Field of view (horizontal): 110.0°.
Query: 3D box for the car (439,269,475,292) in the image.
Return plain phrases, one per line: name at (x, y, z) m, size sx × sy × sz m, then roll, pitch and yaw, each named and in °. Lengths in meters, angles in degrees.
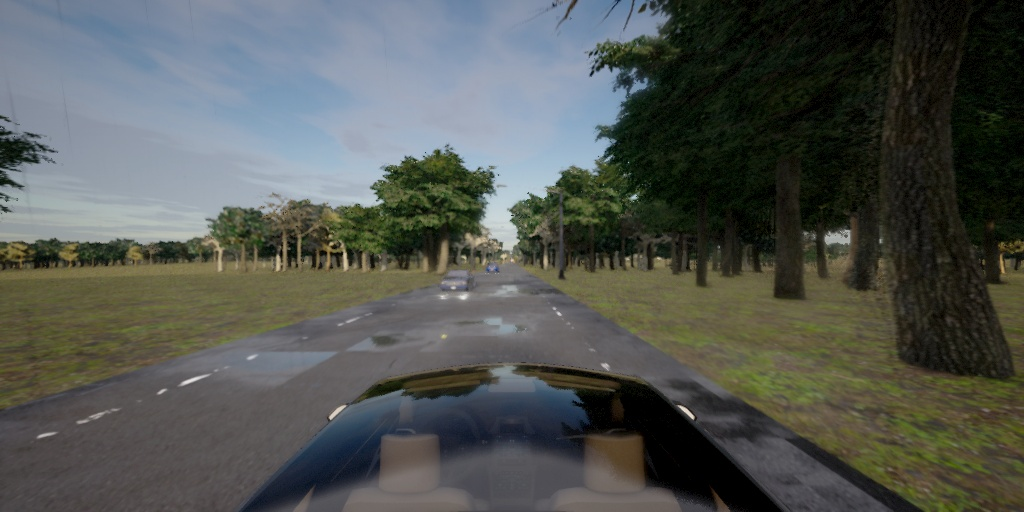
car at (-3.609, 1.631, 24.712) m, size 2.033 × 1.411 × 5.357 m, roll 0°, pitch -1°, yaw 0°
